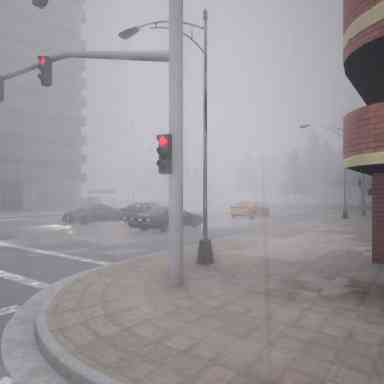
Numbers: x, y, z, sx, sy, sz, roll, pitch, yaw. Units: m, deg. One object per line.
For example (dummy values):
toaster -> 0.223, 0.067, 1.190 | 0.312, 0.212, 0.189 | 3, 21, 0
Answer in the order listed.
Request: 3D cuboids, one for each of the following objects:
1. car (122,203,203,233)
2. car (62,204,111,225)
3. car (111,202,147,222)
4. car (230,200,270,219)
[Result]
car -> -1.345, 1.548, 19.969 | 2.033, 1.411, 5.357 | 0, 0, 36
car -> -7.213, 1.564, 24.111 | 1.994, 1.385, 4.181 | 0, 0, 36
car -> -2.982, 1.491, 23.685 | 2.128, 1.511, 4.902 | 0, 0, 36
car -> 5.130, 1.478, 28.961 | 1.882, 1.535, 5.008 | 0, 0, 36
